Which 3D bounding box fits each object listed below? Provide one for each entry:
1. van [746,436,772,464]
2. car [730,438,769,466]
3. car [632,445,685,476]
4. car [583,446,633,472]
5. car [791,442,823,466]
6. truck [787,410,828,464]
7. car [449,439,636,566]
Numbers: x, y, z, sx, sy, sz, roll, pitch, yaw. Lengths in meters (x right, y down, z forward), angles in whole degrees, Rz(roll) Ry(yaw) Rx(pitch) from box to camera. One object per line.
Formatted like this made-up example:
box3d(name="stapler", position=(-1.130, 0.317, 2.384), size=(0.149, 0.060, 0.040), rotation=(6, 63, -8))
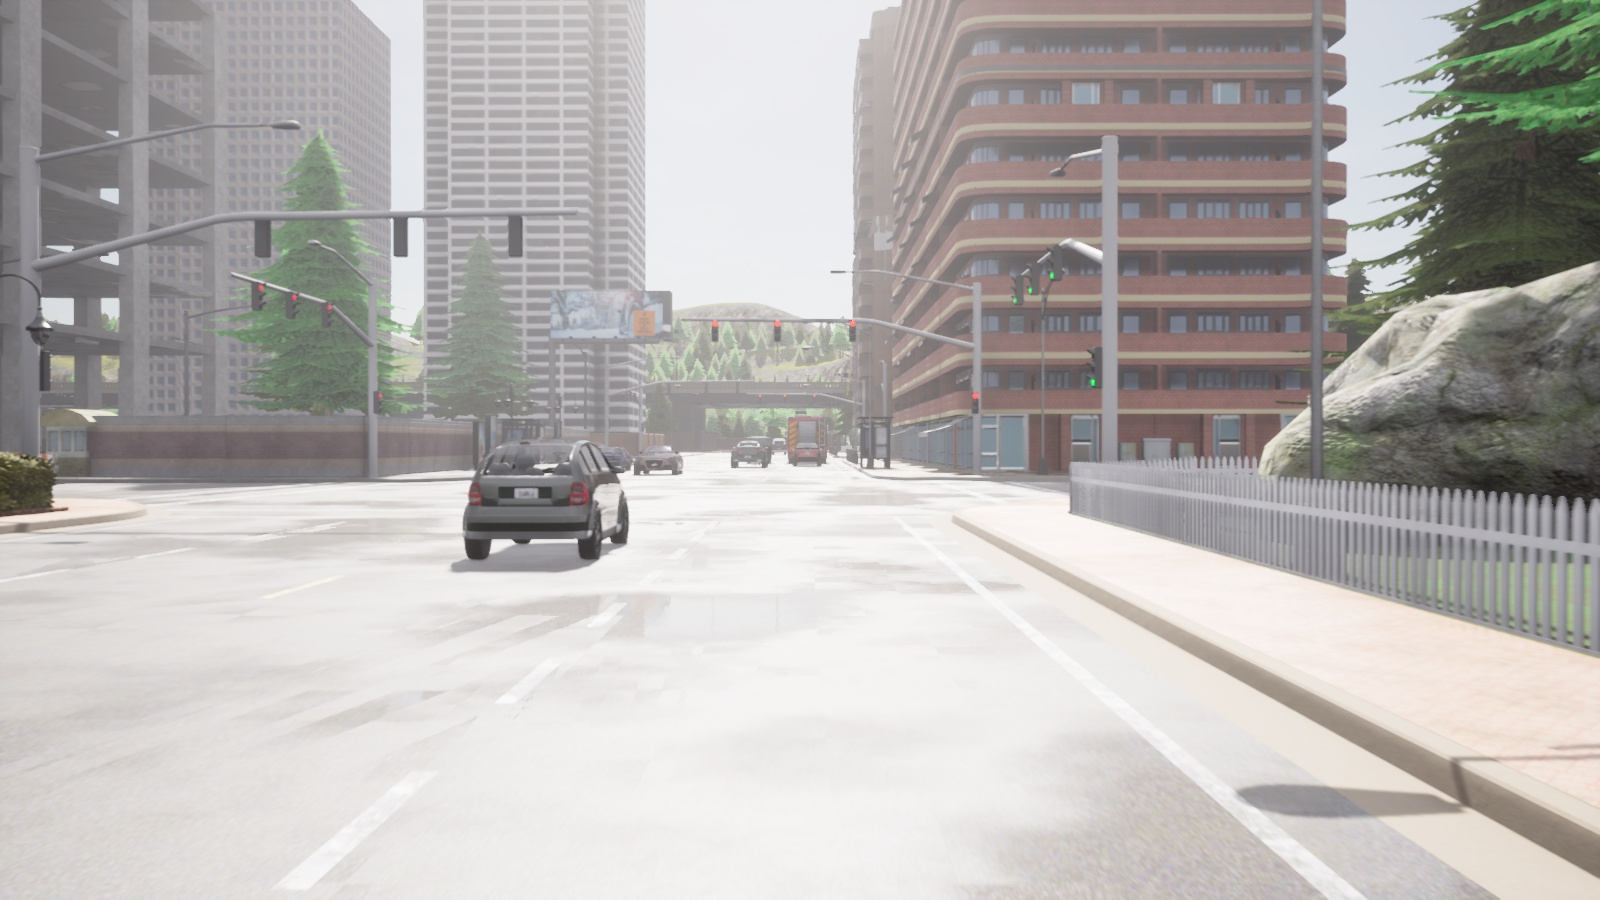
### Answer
box3d(name="van", position=(-2.971, -0.020, 91.775), size=(1.775, 1.987, 4.442), rotation=(0, 0, 0))
box3d(name="car", position=(-3.057, 0.092, 76.397), size=(2.152, 1.651, 5.027), rotation=(0, 0, 0))
box3d(name="car", position=(-6.646, 0.471, 59.340), size=(1.994, 1.385, 4.181), rotation=(0, 0, 1))
box3d(name="car", position=(-10.113, 0.464, 66.463), size=(1.895, 1.301, 4.718), rotation=(0, 0, 0))
box3d(name="car", position=(0.470, 0.236, 81.189), size=(2.007, 1.525, 4.514), rotation=(0, 0, 0))
box3d(name="truck", position=(0.536, -0.941, 92.830), size=(2.891, 3.827, 8.468), rotation=(0, 0, 0))
box3d(name="car", position=(-3.388, 0.625, 17.200), size=(1.789, 1.549, 3.705), rotation=(0, 0, 0))
